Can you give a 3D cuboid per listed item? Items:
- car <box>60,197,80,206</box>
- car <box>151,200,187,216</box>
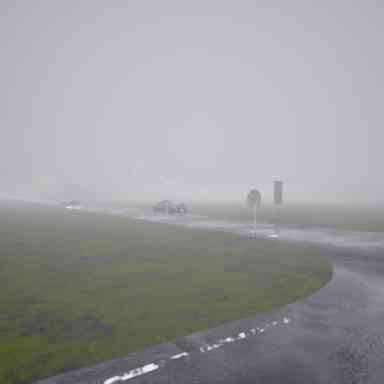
[{"bbox_3d":[-18.443,1.412,50.197,1.994,1.385,4.181,0,0,-35],"label":"car"},{"bbox_3d":[-2.239,1.467,31.986,1.812,1.442,4.674,0,0,-35],"label":"car"}]
